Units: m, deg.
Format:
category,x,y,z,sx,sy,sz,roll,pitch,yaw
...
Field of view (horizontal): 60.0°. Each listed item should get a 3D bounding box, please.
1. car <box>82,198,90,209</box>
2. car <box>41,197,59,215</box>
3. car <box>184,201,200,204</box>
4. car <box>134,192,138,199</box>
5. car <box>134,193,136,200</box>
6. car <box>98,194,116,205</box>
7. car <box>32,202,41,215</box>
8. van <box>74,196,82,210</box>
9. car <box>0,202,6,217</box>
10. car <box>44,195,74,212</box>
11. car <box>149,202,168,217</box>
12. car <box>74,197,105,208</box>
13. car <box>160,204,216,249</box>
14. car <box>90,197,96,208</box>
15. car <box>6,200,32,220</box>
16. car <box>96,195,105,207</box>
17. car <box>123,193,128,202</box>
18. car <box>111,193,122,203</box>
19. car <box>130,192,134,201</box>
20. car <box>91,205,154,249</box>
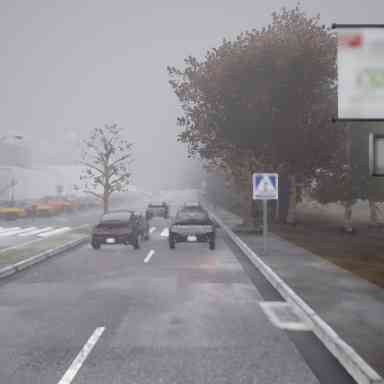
category,x,y,z,sx,sy,sz,roll,pitch,yaw
car,-16.869,1.710,45.624,4.674,1.452,2.002,-1,0,-20
car,-16.708,1.606,33.755,5.366,1.575,1.946,-1,-1,-20
car,0.000,1.607,29.656,1.837,1.490,4.892,0,0,0
car,-16.824,1.494,84.452,4.792,1.488,2.163,-1,0,-20
car,-16.847,1.528,81.433,4.674,1.452,2.002,-1,1,-20
car,-16.861,1.682,60.550,4.674,1.452,2.002,-1,1,-20
car,-16.909,1.620,30.693,4.792,1.488,2.163,-1,0,-20
van,-16.771,1.436,42.693,4.442,1.987,1.878,-1,-1,-20
car,-16.882,1.591,24.740,4.674,1.452,2.002,-1,0,-20
car,-16.850,1.523,39.665,4.553,1.767,2.185,-1,0,-20
car,-3.000,1.586,29.656,2.128,1.511,4.902,0,0,0
car,-16.841,1.697,54.593,4.792,1.488,2.163,-1,0,-20
car,0.000,1.512,14.653,2.128,1.511,4.902,0,0,0
car,-16.898,1.706,48.596,4.792,1.488,2.163,-1,0,-20
car,-16.712,1.564,27.788,5.366,1.575,1.946,-1,-1,-20
car,-16.698,1.668,51.666,5.366,1.575,1.946,-1,0,-20
car,-16.838,1.328,69.516,5.566,2.045,2.435,-1,0,-20
car,-16.892,1.374,63.520,5.566,2.045,2.435,-1,1,-20
car,-16.826,1.385,78.460,4.553,1.767,2.185,-1,1,-20
car,-3.000,1.533,14.653,1.837,1.490,4.892,0,0,0
